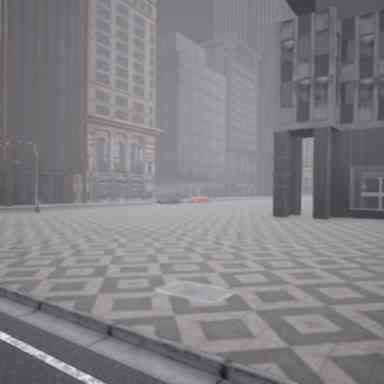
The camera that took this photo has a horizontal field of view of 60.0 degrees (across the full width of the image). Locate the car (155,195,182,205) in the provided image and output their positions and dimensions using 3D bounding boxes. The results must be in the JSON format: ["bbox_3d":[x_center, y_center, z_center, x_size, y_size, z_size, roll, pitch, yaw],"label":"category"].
[{"bbox_3d":[-3.986,1.452,57.395,2.033,1.411,5.357,1,1,36],"label":"car"}]

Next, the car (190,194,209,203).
[{"bbox_3d":[1.545,1.215,65.302,2.097,1.767,4.553,1,1,35],"label":"car"}]

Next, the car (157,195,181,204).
[{"bbox_3d":[-4.257,1.348,62.300,1.837,1.490,4.892,1,1,35],"label":"car"}]
